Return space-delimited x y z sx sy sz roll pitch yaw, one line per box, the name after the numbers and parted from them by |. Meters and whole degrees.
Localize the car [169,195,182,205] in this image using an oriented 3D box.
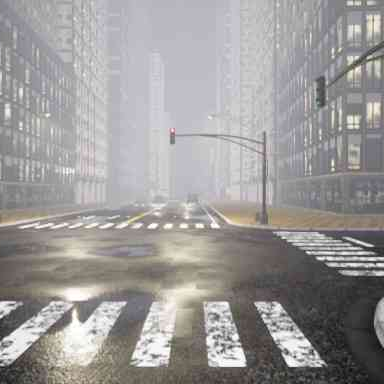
-3.159 1.673 60.166 1.895 1.301 4.718 0 0 0 | car

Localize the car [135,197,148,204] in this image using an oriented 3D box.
-9.653 1.633 64.314 2.033 1.411 5.357 0 0 0 | car

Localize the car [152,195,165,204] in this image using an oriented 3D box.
-6.403 1.438 64.340 2.097 1.767 4.553 0 0 0 | car

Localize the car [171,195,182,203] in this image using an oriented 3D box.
-3.144 1.462 70.138 2.128 1.511 4.902 0 0 0 | car

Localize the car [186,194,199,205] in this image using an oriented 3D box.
0.091 1.294 60.163 2.150 2.045 5.566 0 0 0 | car
